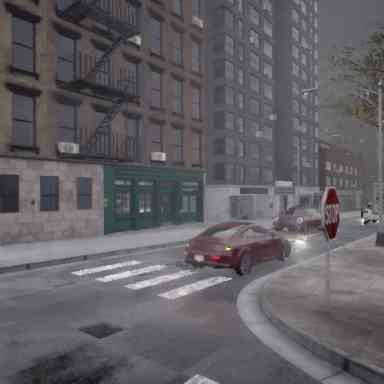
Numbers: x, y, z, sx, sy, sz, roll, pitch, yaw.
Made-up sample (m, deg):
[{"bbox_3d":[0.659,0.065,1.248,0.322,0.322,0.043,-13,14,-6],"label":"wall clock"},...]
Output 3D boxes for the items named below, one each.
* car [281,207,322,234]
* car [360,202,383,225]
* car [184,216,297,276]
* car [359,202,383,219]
[{"bbox_3d":[7.357,1.852,22.950,2.097,1.767,4.553,0,-2,39],"label":"car"},{"bbox_3d":[17.948,2.024,31.504,2.150,2.045,5.566,0,-2,39],"label":"car"},{"bbox_3d":[1.640,1.720,11.055,1.812,1.442,4.674,0,-1,39],"label":"car"},{"bbox_3d":[23.382,2.306,42.896,2.150,2.045,5.566,0,-2,39],"label":"car"}]
